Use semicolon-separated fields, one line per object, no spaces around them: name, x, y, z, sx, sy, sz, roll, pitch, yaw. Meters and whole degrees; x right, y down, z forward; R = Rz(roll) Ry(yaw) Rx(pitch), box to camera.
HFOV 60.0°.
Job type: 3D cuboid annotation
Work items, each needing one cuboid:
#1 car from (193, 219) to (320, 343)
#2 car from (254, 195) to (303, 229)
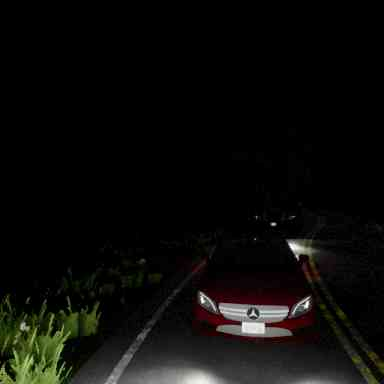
car;1.233;1.534;6.679;1.812;1.442;4.674;-1;0;11
car;5.008;1.215;18.849;2.150;2.045;5.566;-2;-1;22
